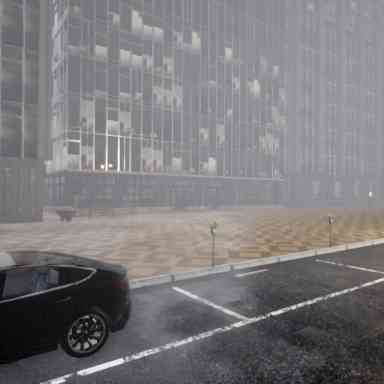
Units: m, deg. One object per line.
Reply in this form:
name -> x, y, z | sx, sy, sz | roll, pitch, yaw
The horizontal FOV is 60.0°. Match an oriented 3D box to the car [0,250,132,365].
car -> -2.926, 1.566, 4.466 | 4.313, 1.339, 1.947 | 0, 1, -35
